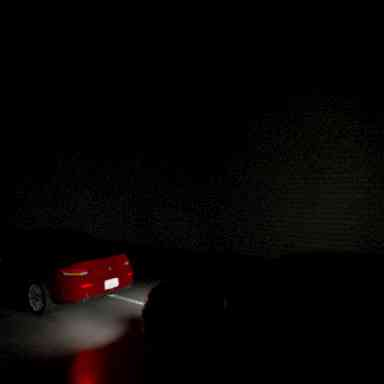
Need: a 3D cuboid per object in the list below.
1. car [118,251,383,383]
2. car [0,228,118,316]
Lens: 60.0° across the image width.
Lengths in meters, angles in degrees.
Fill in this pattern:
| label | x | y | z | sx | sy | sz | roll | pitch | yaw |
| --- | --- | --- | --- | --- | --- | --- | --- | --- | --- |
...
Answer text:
| label | x | y | z | sx | sy | sz | roll | pitch | yaw |
| --- | --- | --- | --- | --- | --- | --- | --- | --- | --- |
| car | 1.494 | 1.513 | 4.092 | 4.892 | 1.490 | 1.837 | 0 | 0 | 36 |
| car | -3.381 | 1.566 | 7.589 | 4.674 | 1.442 | 1.812 | 0 | 0 | 36 |
